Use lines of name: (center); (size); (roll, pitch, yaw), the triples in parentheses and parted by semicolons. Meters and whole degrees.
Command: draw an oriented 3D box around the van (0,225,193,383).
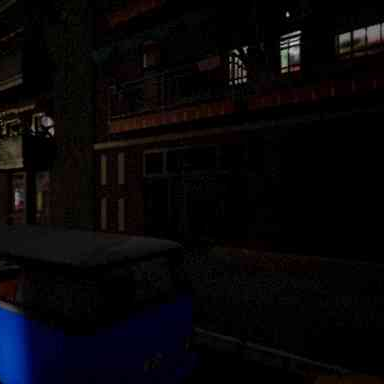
van: (-1.874, 1.380, 4.208); (3.998, 1.788, 1.690); (-1, 0, 35)

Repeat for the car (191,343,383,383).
car: (2.486, 1.510, 1.099); (4.829, 1.417, 1.752); (-1, 0, 35)
